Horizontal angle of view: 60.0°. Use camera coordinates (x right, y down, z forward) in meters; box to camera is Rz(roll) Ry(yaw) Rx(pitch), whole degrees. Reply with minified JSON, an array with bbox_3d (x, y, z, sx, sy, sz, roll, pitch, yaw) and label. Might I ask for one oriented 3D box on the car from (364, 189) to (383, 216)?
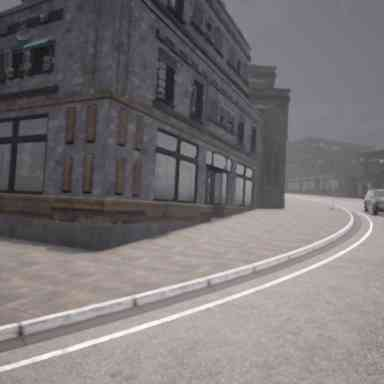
[{"bbox_3d":[15.236,0.788,26.405,2.150,2.045,5.566,2,2,18],"label":"car"}]
